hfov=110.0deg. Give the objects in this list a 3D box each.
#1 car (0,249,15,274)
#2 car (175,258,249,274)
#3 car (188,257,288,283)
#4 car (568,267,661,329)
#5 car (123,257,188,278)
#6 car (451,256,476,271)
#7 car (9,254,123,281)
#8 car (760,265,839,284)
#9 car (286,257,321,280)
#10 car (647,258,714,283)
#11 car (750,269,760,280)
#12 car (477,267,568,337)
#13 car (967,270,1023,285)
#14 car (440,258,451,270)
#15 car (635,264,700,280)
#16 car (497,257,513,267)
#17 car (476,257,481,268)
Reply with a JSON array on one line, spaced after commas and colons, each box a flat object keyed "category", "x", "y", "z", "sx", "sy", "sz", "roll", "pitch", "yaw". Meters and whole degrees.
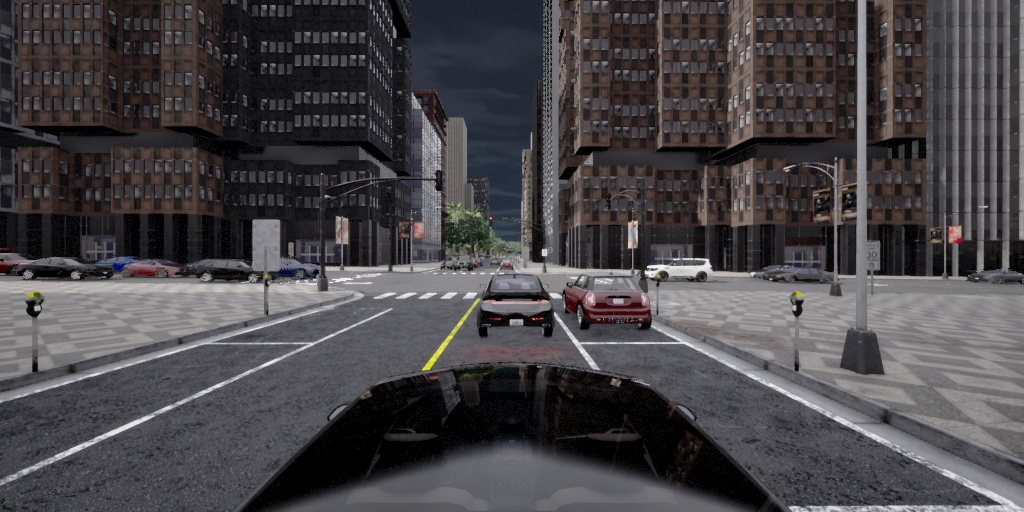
[{"category": "car", "x": -37.964, "y": 0.592, "z": 27.393, "sx": 4.553, "sy": 1.767, "sz": 2.097, "roll": 1, "pitch": 0, "yaw": 0}, {"category": "car", "x": -28.478, "y": 0.917, "z": 34.175, "sx": 5.357, "sy": 1.411, "sz": 2.033, "roll": 1, "pitch": 0, "yaw": 0}, {"category": "car", "x": -18.451, "y": 1.000, "z": 24.282, "sx": 5.008, "sy": 1.535, "sz": 1.882, "roll": 1, "pitch": 0, "yaw": 0}, {"category": "car", "x": 2.734, "y": 1.190, "z": 11.171, "sx": 1.967, "sy": 1.591, "sz": 4.097, "roll": 0, "pitch": 0, "yaw": 0}, {"category": "car", "x": -27.098, "y": 0.961, "z": 27.487, "sx": 4.181, "sy": 1.385, "sz": 1.994, "roll": 1, "pitch": 0, "yaw": -1}, {"category": "car", "x": -6.588, "y": 0.973, "z": 49.372, "sx": 2.150, "sy": 2.045, "sz": 5.566, "roll": 0, "pitch": 0, "yaw": 0}, {"category": "car", "x": -29.991, "y": 0.837, "z": 24.212, "sx": 5.008, "sy": 1.535, "sz": 1.882, "roll": 1, "pitch": 0, "yaw": 0}, {"category": "car", "x": 25.314, "y": 1.688, "z": 31.401, "sx": 5.357, "sy": 1.411, "sz": 2.033, "roll": 1, "pitch": 0, "yaw": 0}, {"category": "car", "x": -17.122, "y": 0.888, "z": 27.575, "sx": 4.553, "sy": 1.767, "sz": 2.097, "roll": 1, "pitch": 0, "yaw": 0}, {"category": "car", "x": 14.508, "y": 1.205, "z": 31.285, "sx": 5.566, "sy": 2.045, "sz": 2.150, "roll": 1, "pitch": 0, "yaw": 1}, {"category": "car", "x": 25.675, "y": 1.633, "z": 34.651, "sx": 4.902, "sy": 1.511, "sz": 2.128, "roll": 1, "pitch": 0, "yaw": -1}, {"category": "car", "x": 0.076, "y": 1.241, "z": 10.285, "sx": 2.128, "sy": 1.511, "sz": 4.902, "roll": 0, "pitch": 0, "yaw": -1}, {"category": "car", "x": 47.080, "y": 2.021, "z": 34.761, "sx": 4.181, "sy": 1.385, "sz": 1.994, "roll": 1, "pitch": 0, "yaw": 0}, {"category": "car", "x": -9.284, "y": 1.324, "z": 52.474, "sx": 1.948, "sy": 1.339, "sz": 4.313, "roll": 0, "pitch": 0, "yaw": -1}, {"category": "car", "x": 14.906, "y": 1.533, "z": 34.550, "sx": 5.357, "sy": 1.411, "sz": 2.033, "roll": 1, "pitch": 0, "yaw": 1}, {"category": "car", "x": -0.759, "y": 1.198, "z": 52.552, "sx": 1.967, "sy": 1.591, "sz": 4.097, "roll": 0, "pitch": 0, "yaw": -1}, {"category": "car", "x": -6.668, "y": 1.251, "z": 59.362, "sx": 1.882, "sy": 1.535, "sz": 5.008, "roll": 0, "pitch": 0, "yaw": 0}]
